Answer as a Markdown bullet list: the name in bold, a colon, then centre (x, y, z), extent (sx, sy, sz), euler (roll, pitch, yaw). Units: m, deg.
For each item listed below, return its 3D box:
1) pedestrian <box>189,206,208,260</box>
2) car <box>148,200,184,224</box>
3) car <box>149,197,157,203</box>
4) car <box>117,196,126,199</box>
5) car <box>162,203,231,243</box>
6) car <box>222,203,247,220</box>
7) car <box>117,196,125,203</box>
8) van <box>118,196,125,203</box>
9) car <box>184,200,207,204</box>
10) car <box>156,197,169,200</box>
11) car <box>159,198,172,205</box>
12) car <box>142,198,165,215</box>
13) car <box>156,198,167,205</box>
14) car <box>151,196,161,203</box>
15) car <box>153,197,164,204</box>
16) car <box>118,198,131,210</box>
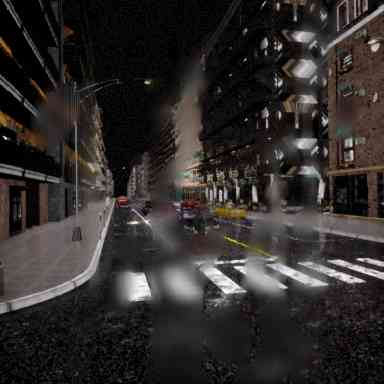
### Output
- **pedestrian**: centre (0.223, 1.351, 11.166), extent (0.375, 1.860, 0.375), euler (-1, 0, -13)
- **car**: centre (-2.179, 1.667, 26.578), extent (1.812, 1.442, 4.674), euler (-1, 0, -13)
- **car**: centre (-10.452, 2.141, 89.495), extent (1.802, 1.307, 4.206), euler (-1, 0, -13)
- **car**: centre (-14.892, 1.838, 71.102), extent (2.192, 1.841, 5.009), euler (-1, 0, -13)
- **car**: centre (0.023, 1.569, 16.822), extent (2.128, 1.511, 4.902), euler (-1, 0, -13)
- **car**: centre (3.230, 1.604, 28.911), extent (1.752, 1.417, 4.829), euler (-1, 0, -13)
- **car**: centre (-19.882, 2.028, 93.191), extent (2.192, 1.841, 5.009), euler (-1, 0, -13)
- **van**: centre (-18.634, 2.001, 87.670), extent (1.690, 1.788, 3.998), euler (-1, 0, -13)
- **car**: centre (0.773, 1.703, 39.789), extent (1.887, 1.381, 4.507), euler (-1, 0, -13)
- **car**: centre (-3.789, 1.787, 48.230), extent (1.812, 1.442, 4.674), euler (-1, 0, -13)
- **car**: centre (-5.463, 1.929, 67.404), extent (2.008, 1.369, 4.403), euler (-1, 0, -13)
- **car**: centre (-4.453, 1.719, 36.699), extent (1.837, 1.490, 4.892), euler (-1, 0, -13)
- **car**: centre (-6.710, 1.973, 72.927), extent (2.008, 1.369, 4.403), euler (-1, 0, -13)
- **car**: centre (-9.206, 1.952, 83.972), extent (1.967, 1.590, 4.097), euler (-1, 0, -13)
- **car**: centre (-7.958, 2.011, 78.450), extent (1.887, 1.381, 4.507), euler (-1, 0, -13)
- **car**: centre (-9.899, 1.929, 49.007), extent (1.802, 1.307, 4.206), euler (-1, 0, -13)
